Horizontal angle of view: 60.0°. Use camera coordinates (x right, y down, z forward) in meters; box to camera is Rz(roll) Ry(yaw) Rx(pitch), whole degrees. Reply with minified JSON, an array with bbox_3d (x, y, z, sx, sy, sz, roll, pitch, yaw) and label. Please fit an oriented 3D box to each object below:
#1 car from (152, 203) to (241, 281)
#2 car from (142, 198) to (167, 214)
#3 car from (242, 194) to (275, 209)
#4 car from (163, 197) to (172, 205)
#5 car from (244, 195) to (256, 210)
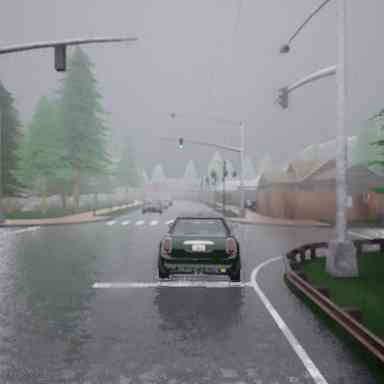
[{"bbox_3d":[0.314,1.365,10.144,2.097,1.767,4.553,0,0,4],"label":"car"},{"bbox_3d":[-4.058,1.592,34.982,1.994,1.385,4.181,0,0,0],"label":"car"},{"bbox_3d":[8.424,1.215,42.516,3.866,1.878,1.905,0,0,-1],"label":"car"},{"bbox_3d":[-4.134,1.645,44.838,1.895,1.301,4.718,0,0,0],"label":"car"},{"bbox_3d":[8.840,1.209,40.006,4.605,1.855,1.932,0,0,-1],"label":"car"}]
